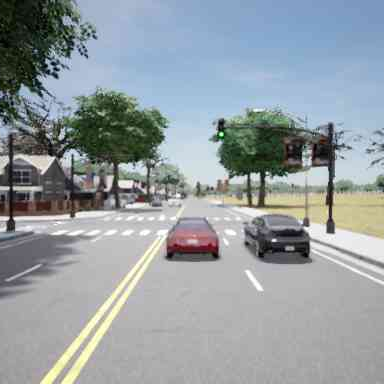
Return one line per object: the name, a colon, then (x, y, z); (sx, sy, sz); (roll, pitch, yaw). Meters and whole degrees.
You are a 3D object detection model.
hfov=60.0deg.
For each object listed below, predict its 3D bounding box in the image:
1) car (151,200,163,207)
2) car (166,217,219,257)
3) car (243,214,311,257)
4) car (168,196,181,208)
car: (-6.488, 2.160, 62.210); (1.994, 1.385, 4.181); (0, -1, 1)
car: (0.032, 1.696, 13.540); (1.994, 1.385, 4.181); (0, 0, 0)
car: (3.276, 1.638, 13.510); (1.837, 1.490, 4.892); (0, 0, 0)
car: (-3.233, 1.817, 62.123); (2.150, 2.045, 5.566); (0, -1, 1)
